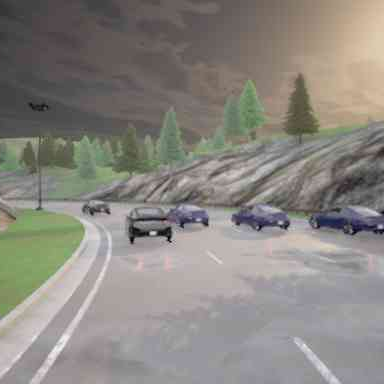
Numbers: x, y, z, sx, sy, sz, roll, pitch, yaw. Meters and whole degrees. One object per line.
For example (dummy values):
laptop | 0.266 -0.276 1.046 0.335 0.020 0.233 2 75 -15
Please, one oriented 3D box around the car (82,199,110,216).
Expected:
car | -9.328 1.449 32.280 1.812 1.442 4.674 0 0 -31

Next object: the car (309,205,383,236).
car | 8.171 1.424 17.609 1.812 1.442 4.674 0 0 -14

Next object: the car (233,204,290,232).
car | 3.998 1.435 19.650 1.812 1.442 4.674 0 0 -17

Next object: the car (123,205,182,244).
car | -2.157 1.443 15.754 2.128 1.511 4.902 0 0 -14

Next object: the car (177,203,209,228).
car | -0.337 1.447 21.658 1.812 1.442 4.674 0 0 -19
